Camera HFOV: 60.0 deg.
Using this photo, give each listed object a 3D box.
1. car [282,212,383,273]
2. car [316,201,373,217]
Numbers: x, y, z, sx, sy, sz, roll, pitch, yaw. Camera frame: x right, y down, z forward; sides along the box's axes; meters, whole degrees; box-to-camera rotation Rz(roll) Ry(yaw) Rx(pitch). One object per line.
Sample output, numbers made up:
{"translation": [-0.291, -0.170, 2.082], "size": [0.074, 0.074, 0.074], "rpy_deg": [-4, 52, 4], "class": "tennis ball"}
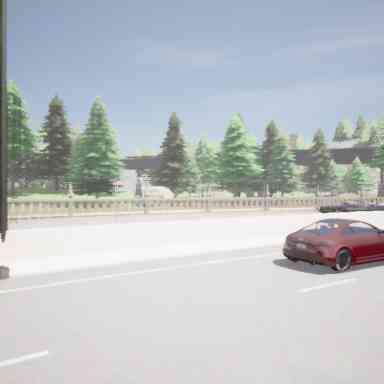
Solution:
{"translation": [4.926, 1.536, 10.620], "size": [4.181, 1.385, 1.994], "rpy_deg": [0, 0, -29], "class": "car"}
{"translation": [13.798, 1.525, 30.188], "size": [4.718, 1.301, 1.895], "rpy_deg": [0, 0, -20], "class": "car"}
